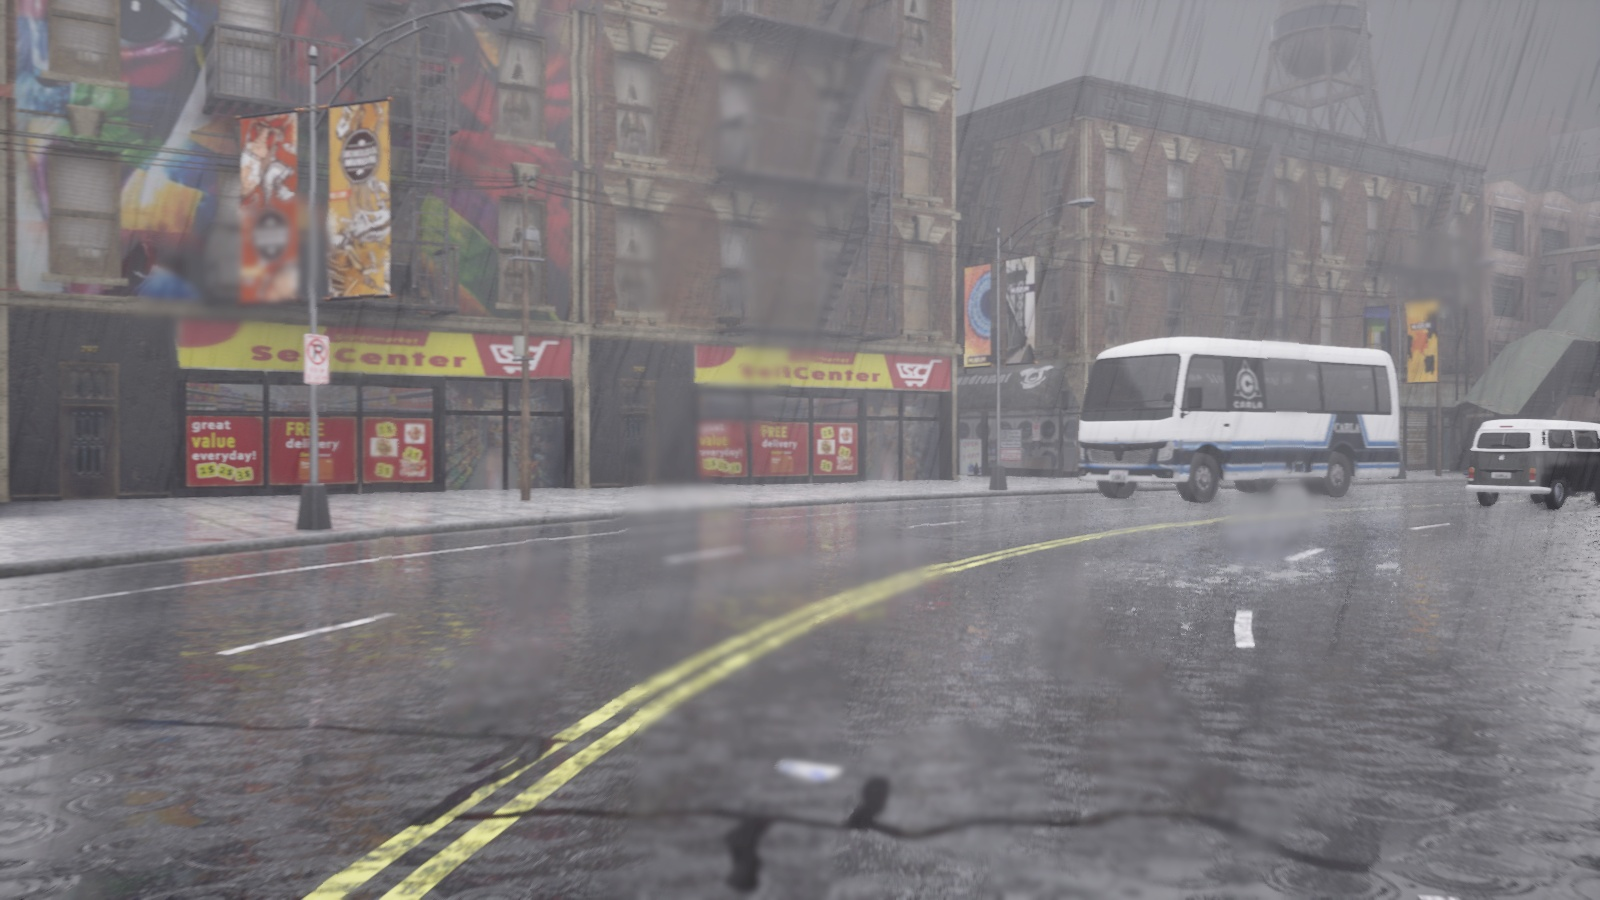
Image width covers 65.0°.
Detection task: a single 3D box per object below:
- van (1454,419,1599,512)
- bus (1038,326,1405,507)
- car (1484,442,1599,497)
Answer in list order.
[{"bbox_3d":[17.596,0.333,29.497,4.480,2.038,2.069,0,0,-34],"label":"van"},{"bbox_3d":[11.550,-0.801,33.875,10.273,4.253,3.944,0,0,-34],"label":"bus"},{"bbox_3d":[22.247,0.524,36.769,4.514,1.525,2.007,0,0,-33],"label":"car"}]
